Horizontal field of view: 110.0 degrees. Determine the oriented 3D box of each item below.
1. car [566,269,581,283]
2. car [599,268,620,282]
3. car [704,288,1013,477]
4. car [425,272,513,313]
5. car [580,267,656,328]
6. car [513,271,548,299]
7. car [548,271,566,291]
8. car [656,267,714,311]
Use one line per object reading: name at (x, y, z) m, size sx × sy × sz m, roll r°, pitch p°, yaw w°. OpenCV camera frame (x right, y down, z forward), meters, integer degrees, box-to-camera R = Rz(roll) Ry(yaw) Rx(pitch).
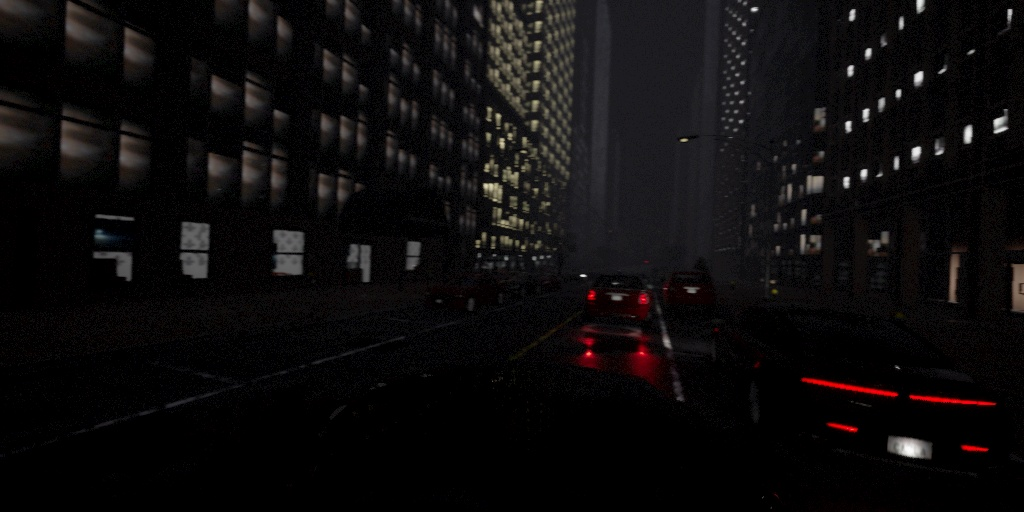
car at (6.302, 1.944, 35.688) m, size 2.007 × 1.370 × 4.403 m, roll 0°, pitch 0°, yaw 21°
car at (11.363, 2.194, 41.464) m, size 1.812 × 1.442 × 4.674 m, roll 2°, pitch -1°, yaw 21°
car at (4.313, 1.474, 5.381) m, size 1.837 × 1.490 × 4.892 m, roll 2°, pitch -1°, yaw 21°
car at (-1.734, 1.366, 14.429) m, size 1.888 × 1.381 × 4.507 m, roll 0°, pitch 0°, yaw 21°
car at (4.048, 1.399, 13.272) m, size 2.097 × 1.767 × 4.553 m, roll 2°, pitch -1°, yaw 21°
car at (0.274, 1.515, 19.744) m, size 2.007 × 1.370 × 4.403 m, roll 0°, pitch 0°, yaw 21°
car at (2.284, 1.690, 25.058) m, size 1.802 × 1.307 × 4.207 m, roll 0°, pitch 0°, yaw 21°
car at (8.107, 1.571, 16.775) m, size 2.192 × 1.841 × 5.009 m, roll 0°, pitch 0°, yaw 21°
